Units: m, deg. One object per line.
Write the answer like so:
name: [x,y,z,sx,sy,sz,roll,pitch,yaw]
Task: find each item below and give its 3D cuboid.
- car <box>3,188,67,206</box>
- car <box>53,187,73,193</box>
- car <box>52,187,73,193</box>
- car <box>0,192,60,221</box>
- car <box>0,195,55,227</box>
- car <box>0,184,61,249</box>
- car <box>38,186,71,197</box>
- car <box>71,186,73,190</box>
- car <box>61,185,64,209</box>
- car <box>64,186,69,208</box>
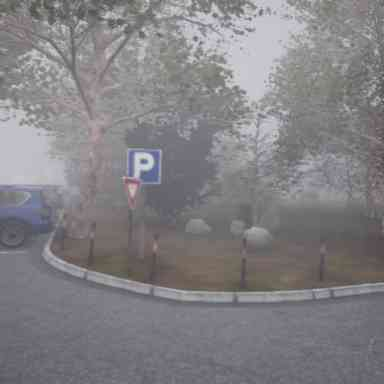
car: [-15.086,0.463,32.269,5.366,1.575,1.946,2,1,-19]
car: [-34.531,-0.604,88.987,4.892,1.521,2.231,2,0,-19]
car: [-33.451,-0.557,85.898,5.008,1.535,2.097,2,0,-19]
car: [-10.341,0.818,19.180,5.008,1.535,2.097,2,1,-19]
car: [-9.466,0.928,16.669,4.674,1.452,2.002,2,1,-19]
car: [-7.651,0.788,11.397,5.566,2.045,2.435,2,1,-19]
car: [-23.122,-0.082,56.002,5.008,1.535,2.097,2,0,-19]
car: [-21.292,0.021,50.743,5.008,1.535,2.097,2,1,-19]
car: [-8.526,0.714,13.910,5.566,2.045,2.435,2,1,-19]
car: [-11.270,0.494,21.799,5.566,2.045,2.435,2,1,-19]
